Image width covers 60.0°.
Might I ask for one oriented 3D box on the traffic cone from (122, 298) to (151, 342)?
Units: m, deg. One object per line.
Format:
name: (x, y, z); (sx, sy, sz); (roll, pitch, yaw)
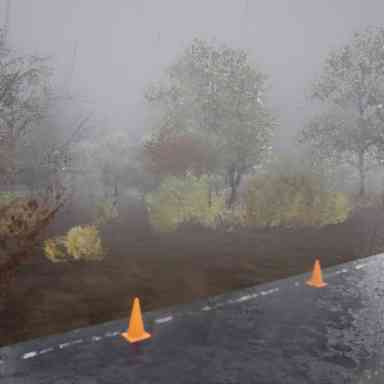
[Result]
traffic cone: (-0.869, 1.968, 5.224); (0.340, 0.580, 0.340); (0, 0, -36)

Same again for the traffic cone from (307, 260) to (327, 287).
traffic cone: (3.086, 1.977, 8.192); (0.340, 0.580, 0.340); (0, 0, -37)
